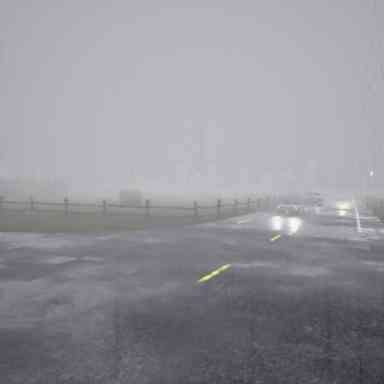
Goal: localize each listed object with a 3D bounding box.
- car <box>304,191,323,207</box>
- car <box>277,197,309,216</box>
[{"bbox_3d":[17.221,0.951,46.912,2.150,2.045,5.566,2,0,26],"label":"car"},{"bbox_3d":[8.925,1.373,29.797,1.895,1.301,4.718,2,1,26],"label":"car"}]
